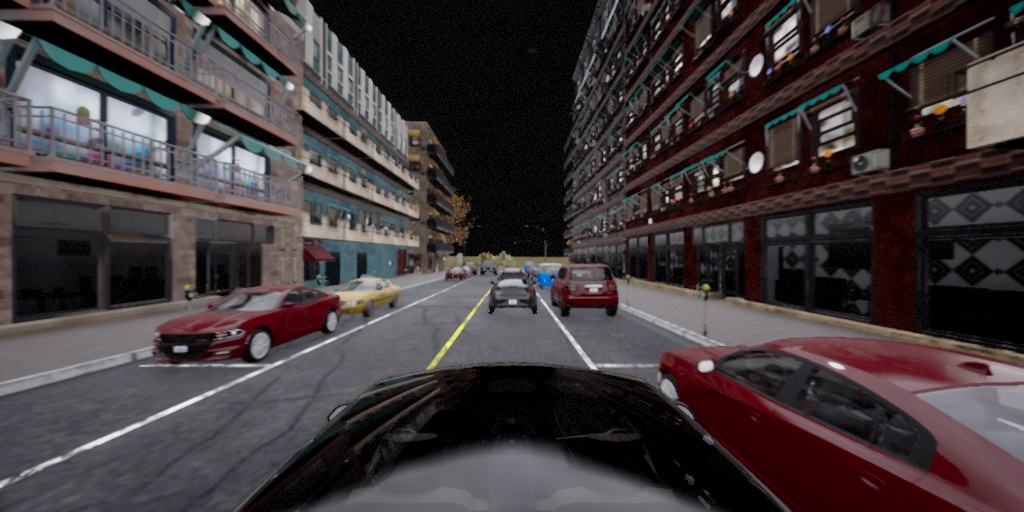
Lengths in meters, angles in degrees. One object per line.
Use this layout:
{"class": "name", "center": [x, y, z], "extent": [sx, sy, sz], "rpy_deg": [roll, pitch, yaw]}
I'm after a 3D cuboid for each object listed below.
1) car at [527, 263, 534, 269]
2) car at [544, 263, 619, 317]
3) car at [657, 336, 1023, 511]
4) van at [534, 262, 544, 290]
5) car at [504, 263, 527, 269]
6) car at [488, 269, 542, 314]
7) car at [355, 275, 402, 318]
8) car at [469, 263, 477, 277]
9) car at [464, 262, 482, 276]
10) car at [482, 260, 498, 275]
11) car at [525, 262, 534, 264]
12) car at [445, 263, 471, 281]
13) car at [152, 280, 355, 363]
{"class": "car", "center": [2.695, 1.769, 36.776], "extent": [2.007, 1.370, 4.403], "rpy_deg": [0, 0, 0]}
{"class": "car", "center": [2.691, 1.234, 14.118], "extent": [2.192, 1.841, 5.009], "rpy_deg": [0, 0, 0]}
{"class": "car", "center": [2.689, 1.310, 2.788], "extent": [1.888, 1.381, 4.507], "rpy_deg": [0, 0, 0]}
{"class": "van", "center": [2.693, 1.411, 25.446], "extent": [1.690, 1.789, 3.998], "rpy_deg": [0, 0, 0]}
{"class": "car", "center": [0.058, 1.612, 30.308], "extent": [1.882, 1.535, 5.008], "rpy_deg": [0, 0, 1]}
{"class": "car", "center": [0.052, 1.453, 14.751], "extent": [1.812, 1.442, 4.674], "rpy_deg": [0, -1, 1]}
{"class": "car", "center": [-5.690, 1.444, 13.898], "extent": [1.751, 1.417, 4.829], "rpy_deg": [0, 0, 0]}
{"class": "car", "center": [-5.685, 1.841, 42.393], "extent": [2.007, 1.370, 4.403], "rpy_deg": [0, 0, 0]}
{"class": "car", "center": [-5.684, 1.677, 48.058], "extent": [2.192, 1.841, 5.009], "rpy_deg": [0, 0, 0]}
{"class": "car", "center": [-3.091, 1.584, 48.461], "extent": [2.150, 2.045, 5.566], "rpy_deg": [0, 0, 0]}
{"class": "car", "center": [2.696, 1.730, 42.441], "extent": [1.967, 1.591, 4.097], "rpy_deg": [0, 0, 0]}
{"class": "car", "center": [-5.686, 1.763, 36.728], "extent": [1.888, 1.381, 4.507], "rpy_deg": [0, 0, 0]}
{"class": "car", "center": [-5.691, 1.387, 8.402], "extent": [1.888, 1.381, 4.507], "rpy_deg": [0, 0, 0]}
